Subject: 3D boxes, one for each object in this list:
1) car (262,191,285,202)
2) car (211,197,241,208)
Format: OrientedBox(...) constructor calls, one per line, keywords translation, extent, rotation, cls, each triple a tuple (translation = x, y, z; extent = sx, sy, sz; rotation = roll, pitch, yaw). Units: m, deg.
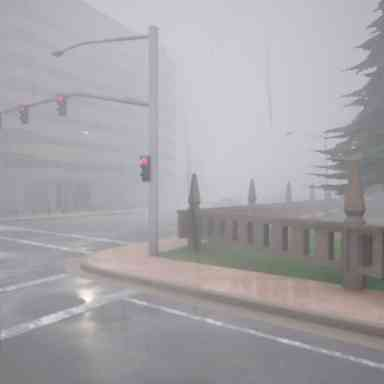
OrientedBox(translation=(13.149, 0.889, 53.080), extent=(2.150, 2.045, 5.566), rotation=(0, 0, 35), cls="car")
OrientedBox(translation=(4.170, 1.400, 40.377), extent=(2.097, 1.767, 4.553), rotation=(0, 0, 35), cls="car")
